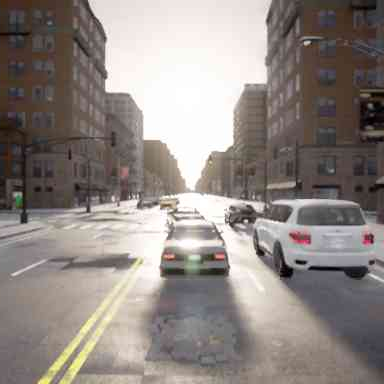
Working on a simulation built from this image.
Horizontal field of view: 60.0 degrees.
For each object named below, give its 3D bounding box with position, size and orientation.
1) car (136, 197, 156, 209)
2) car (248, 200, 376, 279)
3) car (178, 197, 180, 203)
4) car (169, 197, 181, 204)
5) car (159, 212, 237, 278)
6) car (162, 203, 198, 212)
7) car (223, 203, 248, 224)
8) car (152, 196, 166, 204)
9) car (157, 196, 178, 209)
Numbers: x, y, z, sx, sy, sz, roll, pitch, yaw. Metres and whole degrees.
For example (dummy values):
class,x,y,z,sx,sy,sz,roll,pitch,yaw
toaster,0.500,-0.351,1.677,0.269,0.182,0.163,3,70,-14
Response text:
class,x,y,z,sx,sy,sz,roll,pitch,yaw
car,-6.611,1.588,46.714,1.837,1.490,4.892,0,0,0
car,3.343,1.239,10.214,2.150,2.045,5.566,0,0,1
car,-3.351,1.661,55.432,1.994,1.385,4.181,0,0,0
car,-3.272,1.660,65.983,2.033,1.411,5.357,0,0,0
car,0.073,1.567,10.216,2.033,1.411,5.357,0,0,0
car,-0.614,1.642,22.478,1.895,1.301,4.718,0,0,-12
car,3.350,1.548,23.036,1.837,1.490,4.892,0,0,0
car,-6.522,1.605,66.312,2.128,1.511,4.902,0,0,0
car,-3.362,1.561,46.479,1.882,1.535,5.008,0,0,0
